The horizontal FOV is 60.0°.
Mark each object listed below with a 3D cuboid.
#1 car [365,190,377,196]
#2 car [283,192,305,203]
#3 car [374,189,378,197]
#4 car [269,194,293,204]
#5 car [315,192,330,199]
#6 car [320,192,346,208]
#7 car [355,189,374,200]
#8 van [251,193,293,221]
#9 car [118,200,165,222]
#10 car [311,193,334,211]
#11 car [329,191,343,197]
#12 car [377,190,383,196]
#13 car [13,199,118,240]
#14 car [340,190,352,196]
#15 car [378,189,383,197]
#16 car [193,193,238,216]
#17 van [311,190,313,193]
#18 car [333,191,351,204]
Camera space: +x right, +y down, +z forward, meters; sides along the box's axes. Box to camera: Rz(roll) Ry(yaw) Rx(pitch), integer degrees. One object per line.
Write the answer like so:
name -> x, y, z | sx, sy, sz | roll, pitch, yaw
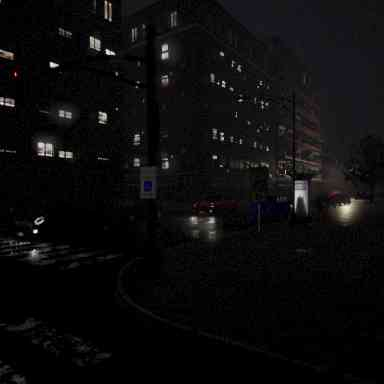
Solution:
car -> 44.217, 0.216, 82.085 | 1.994, 1.385, 4.181 | 0, 1, 36
car -> 15.757, 0.801, 51.361 | 1.752, 1.417, 4.829 | 1, 1, 36
car -> 31.973, 0.590, 60.509 | 1.887, 1.381, 4.507 | 1, 1, 36
car -> 12.574, 0.933, 46.906 | 1.802, 1.307, 4.206 | 1, 1, 36
car -> 25.699, 0.621, 65.284 | 1.802, 1.307, 4.206 | 1, 1, 36
car -> 15.549, 0.979, 37.511 | 1.887, 1.381, 4.507 | 1, 1, 36
car -> 28.688, 0.564, 55.907 | 1.967, 1.590, 4.097 | 1, 1, 36
van -> 5.695, 1.009, 23.708 | 1.690, 1.788, 3.998 | 1, 1, 36
car -> -3.832, 1.283, 23.931 | 1.887, 1.381, 4.507 | 1, 1, 36
car -> 12.264, 1.078, 32.912 | 1.947, 1.339, 4.313 | 1, 1, 36
car -> 32.262, 0.428, 74.473 | 1.887, 1.381, 4.507 | 1, 1, 36
car -> 45.111, 0.315, 78.907 | 1.802, 1.307, 4.206 | 1, 1, 36
car -> -6.148, 1.196, 16.171 | 2.097, 1.767, 4.553 | 0, 1, 33
car -> 38.824, 0.278, 83.663 | 2.008, 1.369, 4.403 | 1, 1, 36
car -> 41.827, 0.356, 74.307 | 1.887, 1.381, 4.507 | 1, 1, 36
car -> 2.023, 1.000, 27.904 | 2.097, 1.767, 4.553 | 0, 1, 36
van -> 19.137, 0.536, 56.090 | 1.690, 1.788, 3.998 | 1, 1, 36
car -> 18.834, 0.923, 42.111 | 1.947, 1.339, 4.313 | 1, 1, 36
